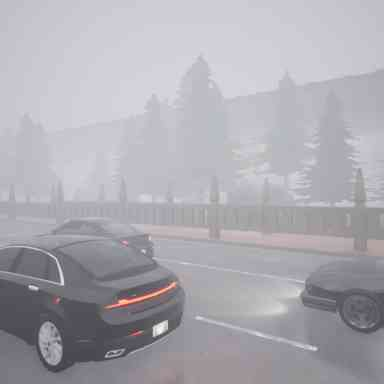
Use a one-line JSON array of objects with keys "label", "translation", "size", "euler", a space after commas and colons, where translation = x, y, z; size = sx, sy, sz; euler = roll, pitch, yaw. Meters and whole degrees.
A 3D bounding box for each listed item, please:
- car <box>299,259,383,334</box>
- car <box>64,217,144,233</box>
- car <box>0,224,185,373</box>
[{"label": "car", "translation": [4.541, 1.547, 5.053], "size": [5.357, 1.411, 2.033], "euler": [0, 0, 35]}, {"label": "car", "translation": [-3.274, 1.526, 10.614], "size": [4.674, 1.442, 1.812], "euler": [0, 0, 35]}, {"label": "car", "translation": [-2.380, 1.505, 5.684], "size": [4.892, 1.490, 1.837], "euler": [0, 0, 35]}]
